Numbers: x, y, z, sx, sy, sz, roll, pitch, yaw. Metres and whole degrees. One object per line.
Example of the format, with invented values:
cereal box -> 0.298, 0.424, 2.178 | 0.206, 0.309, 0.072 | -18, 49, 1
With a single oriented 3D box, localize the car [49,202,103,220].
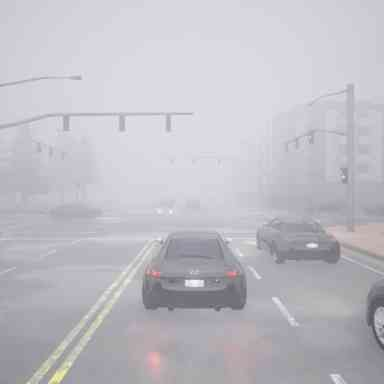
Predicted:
car -> -9.571, 1.564, 27.641 | 4.181, 1.385, 1.994 | 0, 0, -15

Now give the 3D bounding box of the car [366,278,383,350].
car -> 3.599, 1.505, 3.200 | 1.837, 1.490, 4.892 | 0, 0, 0

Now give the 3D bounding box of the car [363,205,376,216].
car -> 18.543, 1.505, 31.002 | 4.892, 1.490, 1.837 | 0, 0, -2

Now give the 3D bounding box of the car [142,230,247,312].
car -> 0.055, 1.564, 7.819 | 1.994, 1.385, 4.181 | 0, 0, 0

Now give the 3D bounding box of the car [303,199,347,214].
car -> 14.046, 1.492, 34.388 | 4.902, 1.511, 2.128 | 0, 0, -1

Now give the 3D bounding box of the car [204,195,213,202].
car -> 3.459, 1.363, 71.343 | 2.128, 1.511, 4.902 | 0, 0, 0

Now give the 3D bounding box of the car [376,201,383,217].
car -> 16.370, 1.491, 23.810 | 4.902, 1.511, 2.128 | 0, 0, -3

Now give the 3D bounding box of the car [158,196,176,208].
car -> -3.610, 1.526, 47.134 | 1.812, 1.442, 4.674 | 0, 0, 0

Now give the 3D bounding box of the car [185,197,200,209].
car -> 0.090, 1.491, 46.184 | 2.128, 1.511, 4.902 | 0, 0, 0

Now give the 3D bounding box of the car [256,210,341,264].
car -> 3.575, 1.564, 11.904 | 1.994, 1.385, 4.181 | 0, 0, 0
